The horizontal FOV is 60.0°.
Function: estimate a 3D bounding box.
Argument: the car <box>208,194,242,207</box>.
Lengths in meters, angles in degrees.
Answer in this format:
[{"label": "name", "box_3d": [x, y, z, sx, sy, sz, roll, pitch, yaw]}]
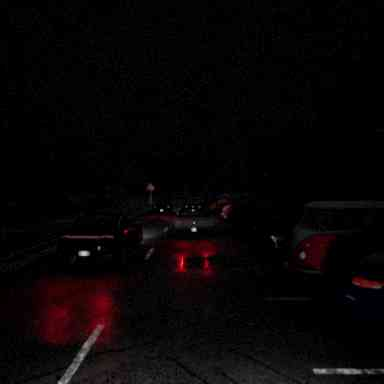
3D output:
[{"label": "car", "box_3d": [4.620, 1.179, 46.907, 4.553, 1.767, 2.185, 0, 0, 0]}]

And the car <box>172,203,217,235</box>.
[{"label": "car", "box_3d": [0.105, 1.503, 18.158, 1.895, 1.301, 4.718, 0, 0, 0]}]

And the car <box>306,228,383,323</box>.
[{"label": "car", "box_3d": [4.639, 1.484, 5.546, 4.674, 1.452, 2.002, 0, 0, 0]}]

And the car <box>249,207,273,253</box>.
[{"label": "car", "box_3d": [4.636, 1.415, 11.060, 4.892, 1.521, 2.231, 0, 0, 0]}]

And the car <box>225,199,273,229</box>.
[{"label": "car", "box_3d": [4.638, 1.379, 19.331, 4.892, 1.521, 2.231, 0, 0, 0]}]

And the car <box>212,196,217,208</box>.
[{"label": "car", "box_3d": [4.653, 1.343, 30.359, 5.008, 1.535, 2.097, 0, 0, 0]}]

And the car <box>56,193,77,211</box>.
[{"label": "car", "box_3d": [-15.550, 1.084, 34.913, 5.566, 2.045, 2.435, 0, 0, 0]}]

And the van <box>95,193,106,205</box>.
[{"label": "van", "box_3d": [-15.390, 1.085, 48.685, 4.442, 1.987, 1.878, 0, 0, 0]}]

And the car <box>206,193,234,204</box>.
[{"label": "car", "box_3d": [4.622, 1.138, 55.182, 4.553, 1.767, 2.185, 0, 0, 0]}]

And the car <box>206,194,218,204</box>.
[{"label": "car", "box_3d": [4.463, 1.328, 35.874, 5.366, 1.575, 1.946, 0, 0, 0]}]

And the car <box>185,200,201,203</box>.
[{"label": "car", "box_3d": [0.108, 1.456, 34.001, 1.895, 1.301, 4.718, 0, 0, 0]}]

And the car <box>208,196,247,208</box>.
[{"label": "car", "box_3d": [4.657, 1.316, 44.145, 4.892, 1.521, 2.231, 0, 0, 0]}]

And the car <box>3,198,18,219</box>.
[{"label": "car", "box_3d": [-15.530, 1.397, 23.796, 4.674, 1.452, 2.002, 0, 0, 0]}]

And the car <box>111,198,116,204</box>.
[{"label": "car", "box_3d": [-15.469, 1.286, 57.030, 4.792, 1.488, 2.163, 0, 0, 0]}]

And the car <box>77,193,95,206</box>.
[{"label": "car", "box_3d": [-15.544, 1.198, 43.249, 4.553, 1.767, 2.185, 0, 0, 0]}]

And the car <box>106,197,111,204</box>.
[{"label": "car", "box_3d": [-15.536, 1.169, 51.593, 4.553, 1.767, 2.185, 0, 0, 0]}]

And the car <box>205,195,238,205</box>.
[{"label": "car", "box_3d": [4.658, 1.281, 52.421, 5.008, 1.535, 2.097, 0, 0, 0]}]

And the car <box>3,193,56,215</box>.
[{"label": "car", "box_3d": [-15.498, 1.093, 29.228, 5.566, 2.045, 2.435, 0, 0, 0]}]

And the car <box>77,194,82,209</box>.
[{"label": "car", "box_3d": [-15.525, 1.332, 37.691, 4.892, 1.521, 2.231, 0, 0, 0]}]

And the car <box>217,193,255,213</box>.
[{"label": "car", "box_3d": [4.678, 1.224, 27.602, 4.553, 1.767, 2.185, 0, 0, 0]}]

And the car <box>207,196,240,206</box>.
[{"label": "car", "box_3d": [4.649, 1.333, 49.665, 4.674, 1.452, 2.002, 0, 0, 0]}]

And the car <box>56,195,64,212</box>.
[{"label": "car", "box_3d": [-15.709, 1.336, 32.133, 5.366, 1.575, 1.946, 0, 0, 0]}]

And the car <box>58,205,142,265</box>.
[{"label": "car", "box_3d": [-2.898, 1.425, 11.352, 2.128, 1.511, 4.902, 0, 0, 0]}]

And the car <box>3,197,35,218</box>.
[{"label": "car", "box_3d": [-15.527, 1.390, 26.510, 4.674, 1.452, 2.002, 0, 0, 0]}]

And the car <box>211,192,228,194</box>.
[{"label": "car", "box_3d": [4.677, 1.075, 38.631, 5.566, 2.045, 2.435, 0, 0, 0]}]

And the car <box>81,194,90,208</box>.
[{"label": "car", "box_3d": [-15.510, 1.327, 40.346, 5.008, 1.535, 2.097, 0, 0, 0]}]

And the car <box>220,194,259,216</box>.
[{"label": "car", "box_3d": [4.677, 1.233, 24.845, 4.553, 1.767, 2.185, 0, 0, 0]}]

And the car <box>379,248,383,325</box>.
[{"label": "car", "box_3d": [4.826, 1.458, 2.788, 5.366, 1.575, 1.946, 0, 0, 0]}]

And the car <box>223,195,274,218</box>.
[{"label": "car", "box_3d": [4.614, 1.241, 22.087, 4.553, 1.767, 2.185, 0, 0, 0]}]

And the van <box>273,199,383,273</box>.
[{"label": "van", "box_3d": [4.524, 1.204, 8.178, 4.442, 1.987, 1.878, 0, 0, 0]}]

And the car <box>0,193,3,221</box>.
[{"label": "car", "box_3d": [-15.563, 1.114, 21.016, 5.566, 2.045, 2.435, 0, 0, 0]}]

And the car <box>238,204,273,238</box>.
[{"label": "car", "box_3d": [4.637, 1.402, 13.816, 4.892, 1.521, 2.231, 0, 0, 0]}]

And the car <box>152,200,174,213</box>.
[{"label": "car", "box_3d": [-2.892, 1.456, 34.001, 1.895, 1.301, 4.718, 0, 0, 0]}]
